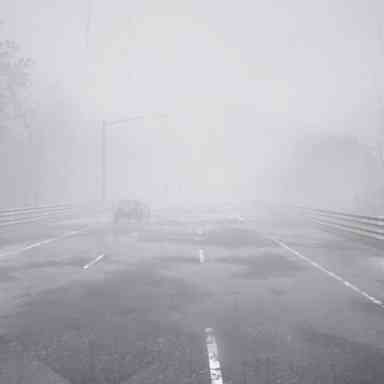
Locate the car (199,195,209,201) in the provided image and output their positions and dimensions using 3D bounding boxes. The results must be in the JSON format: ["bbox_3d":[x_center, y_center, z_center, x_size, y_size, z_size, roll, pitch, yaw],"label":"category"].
[{"bbox_3d":[2.872,1.675,85.870,1.895,1.301,4.718,0,0,6],"label":"car"}]

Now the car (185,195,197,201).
[{"bbox_3d":[-0.657,1.620,85.767,2.033,1.411,5.357,0,0,6],"label":"car"}]

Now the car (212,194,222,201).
[{"bbox_3d":[6.431,1.436,86.264,2.097,1.767,4.553,0,0,6],"label":"car"}]

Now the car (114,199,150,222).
[{"bbox_3d":[-4.623,1.363,26.150,2.097,1.767,4.553,0,0,2],"label":"car"}]
